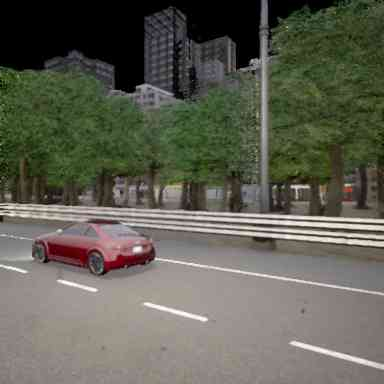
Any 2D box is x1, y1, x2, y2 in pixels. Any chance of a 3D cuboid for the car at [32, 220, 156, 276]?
[{"bbox_3d":[-3.150,1.566,10.412,4.181,1.385,1.994,0,0,36],"label":"car"}]
